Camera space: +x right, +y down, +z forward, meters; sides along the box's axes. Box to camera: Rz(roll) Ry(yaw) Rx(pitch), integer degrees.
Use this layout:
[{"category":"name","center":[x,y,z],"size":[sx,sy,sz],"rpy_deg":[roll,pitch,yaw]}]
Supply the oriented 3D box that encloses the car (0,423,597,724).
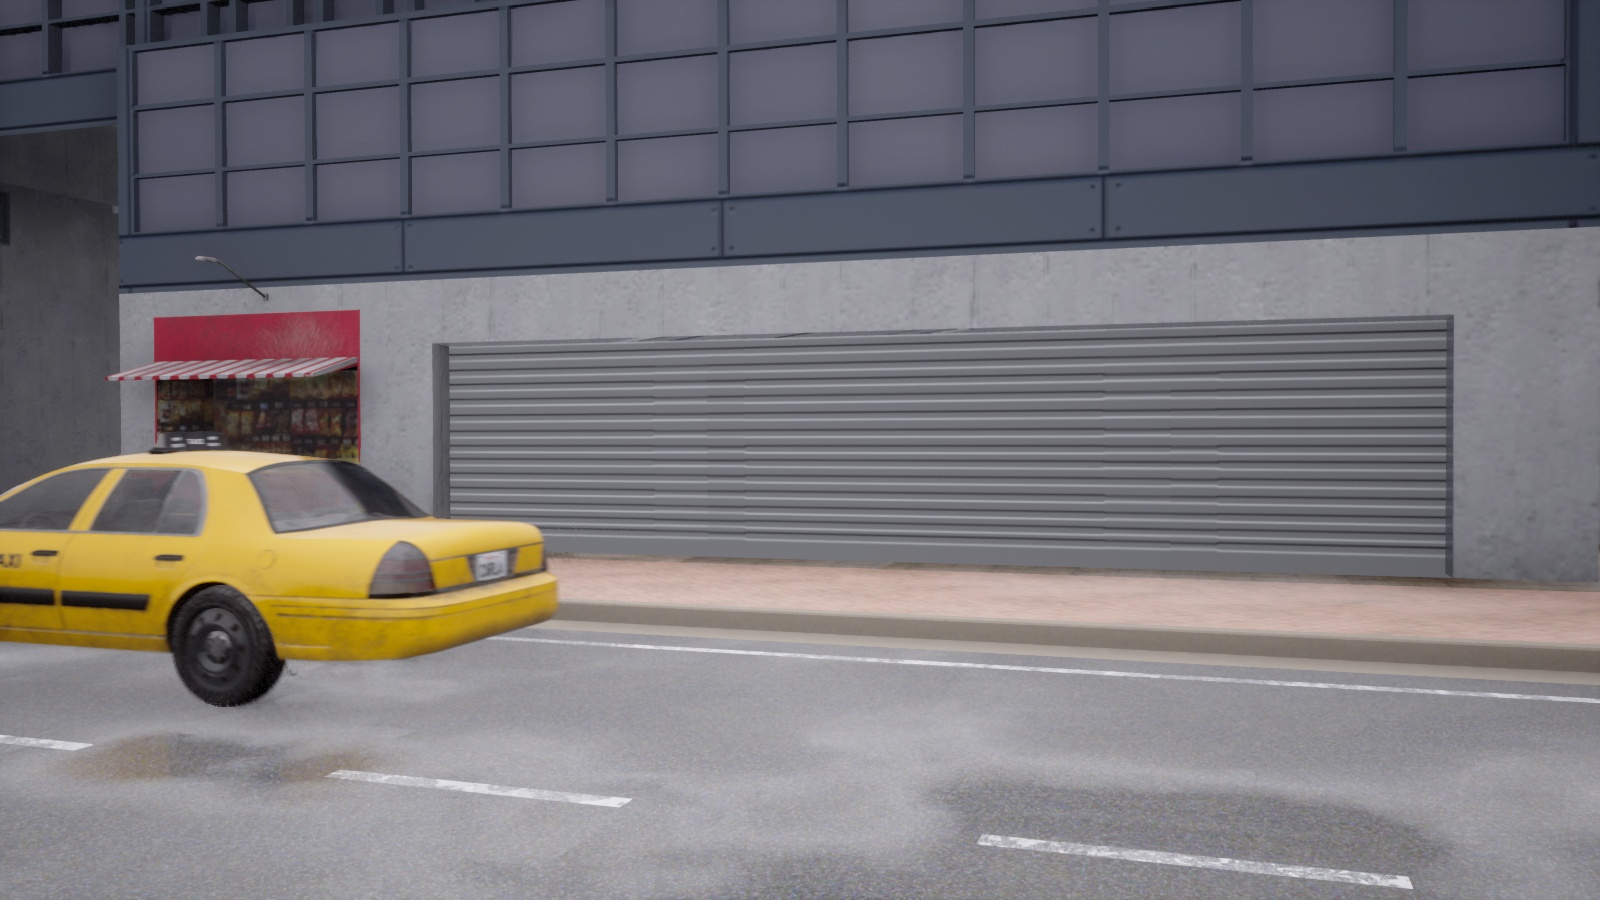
[{"category":"car","center":[-4.172,0.617,8.310],"size":[5.366,1.575,1.801],"rpy_deg":[1,1,19]}]
